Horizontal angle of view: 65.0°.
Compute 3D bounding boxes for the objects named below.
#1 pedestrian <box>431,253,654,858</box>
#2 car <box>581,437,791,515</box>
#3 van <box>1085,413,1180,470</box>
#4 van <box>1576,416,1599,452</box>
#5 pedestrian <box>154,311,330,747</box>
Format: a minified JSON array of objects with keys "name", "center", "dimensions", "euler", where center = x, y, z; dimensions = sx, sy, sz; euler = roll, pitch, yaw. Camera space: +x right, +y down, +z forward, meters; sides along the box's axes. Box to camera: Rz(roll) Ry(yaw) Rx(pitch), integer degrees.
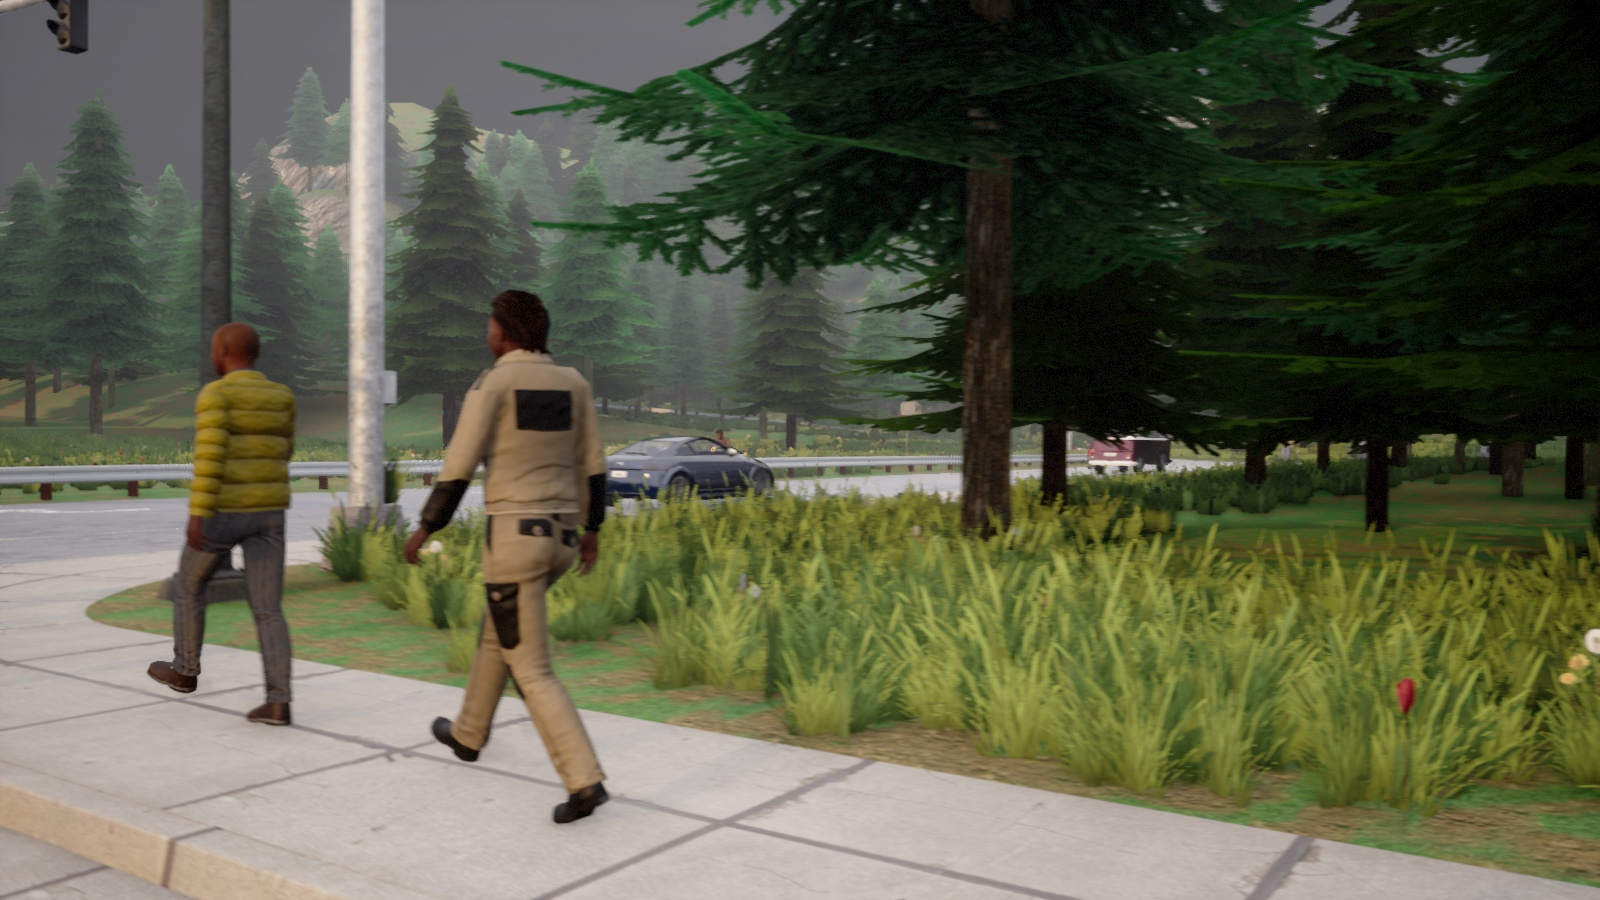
[{"name":"pedestrian","center":[-0.903,0.335,4.378],"dimensions":[0.692,1.930,0.396],"euler":[0,1,41]},{"name":"car","center":[-2.161,0.445,24.990],"dimensions":[1.994,1.385,4.181],"euler":[0,1,33]},{"name":"van","center":[12.579,-0.336,47.314],"dimensions":[2.069,2.038,4.480],"euler":[0,1,35]},{"name":"van","center":[45.052,-0.884,68.356],"dimensions":[4.442,1.987,1.775],"euler":[0,1,9]},{"name":"pedestrian","center":[-2.508,0.332,5.637],"dimensions":[0.726,1.835,0.370],"euler":[0,1,35]}]
